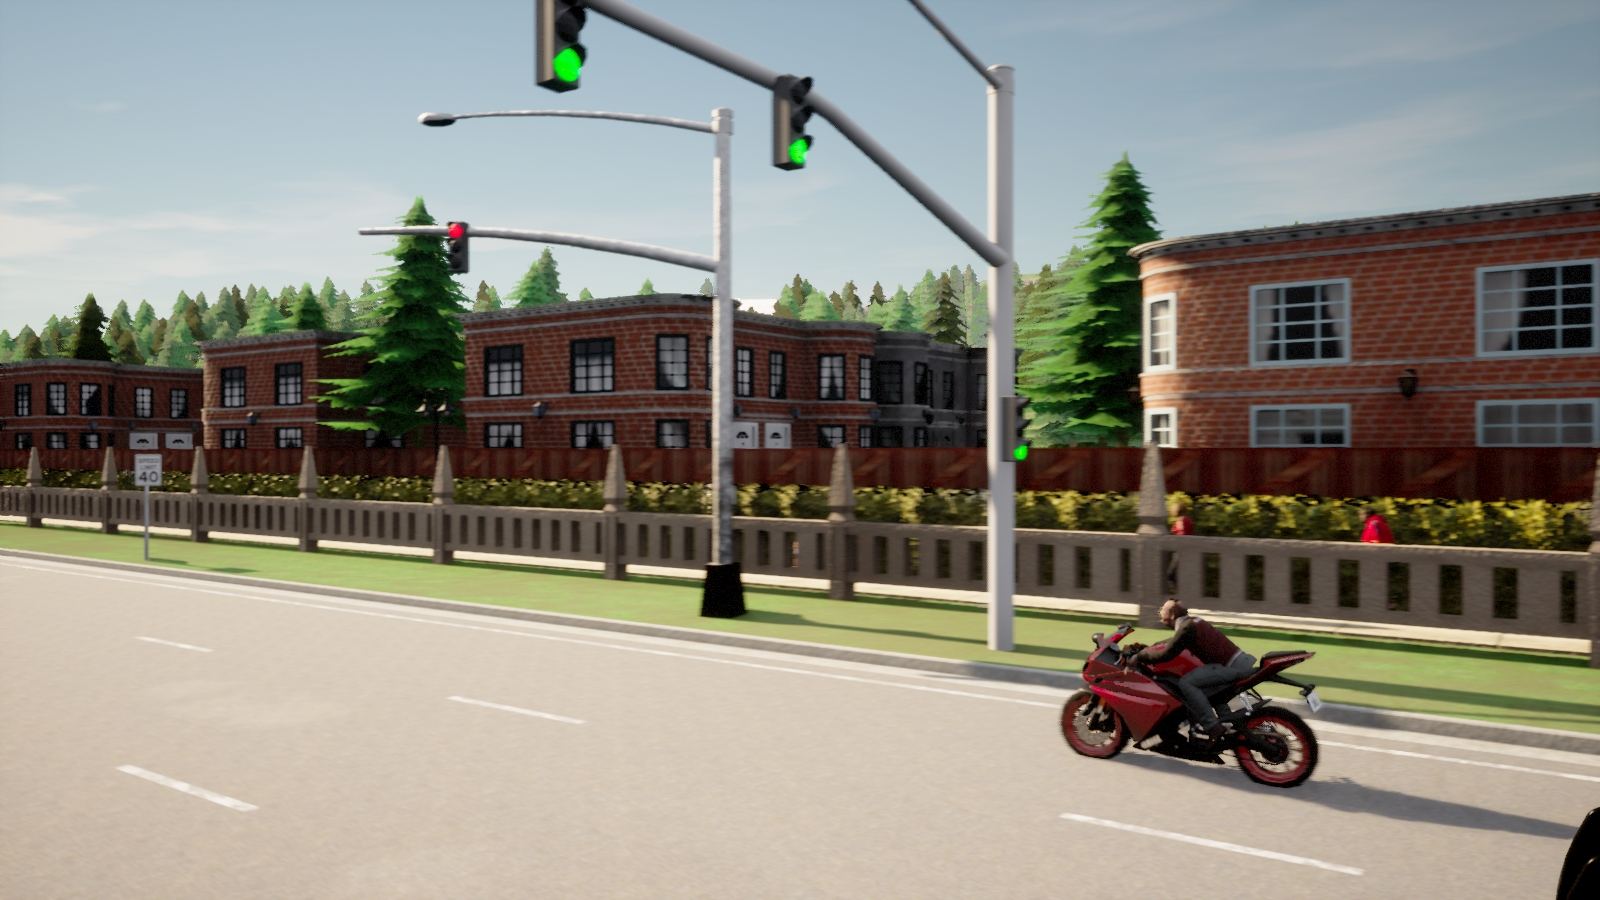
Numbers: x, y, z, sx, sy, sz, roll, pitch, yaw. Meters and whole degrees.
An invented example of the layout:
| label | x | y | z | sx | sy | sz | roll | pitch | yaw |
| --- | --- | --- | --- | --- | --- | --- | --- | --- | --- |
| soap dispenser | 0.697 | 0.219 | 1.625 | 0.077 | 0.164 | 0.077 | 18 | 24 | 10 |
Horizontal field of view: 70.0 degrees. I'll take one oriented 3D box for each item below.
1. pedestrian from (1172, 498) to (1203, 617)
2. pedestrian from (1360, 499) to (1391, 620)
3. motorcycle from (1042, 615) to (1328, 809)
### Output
| label | x | y | z | sx | sy | sz | roll | pitch | yaw |
| --- | --- | --- | --- | --- | --- | --- | --- | --- | --- |
| pedestrian | 6.192 | 1.704 | 18.273 | 0.375 | 1.860 | 0.375 | 0 | 0 | 36 |
| pedestrian | 9.023 | 1.703 | 17.912 | 0.375 | 1.860 | 0.375 | 0 | 0 | 39 |
| motorcycle | 3.334 | 2.206 | 9.996 | 2.209 | 1.251 | 0.867 | 0 | 0 | 35 |
